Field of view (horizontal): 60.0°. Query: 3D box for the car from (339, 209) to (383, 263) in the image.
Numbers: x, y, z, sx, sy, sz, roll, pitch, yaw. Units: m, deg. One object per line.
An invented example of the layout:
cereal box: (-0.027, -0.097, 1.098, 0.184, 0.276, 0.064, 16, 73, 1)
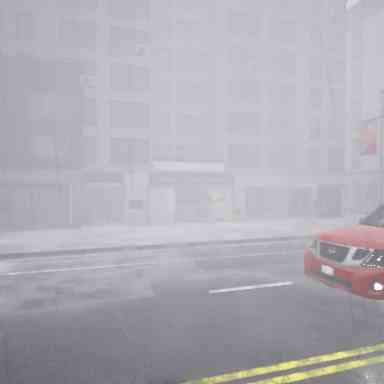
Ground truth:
car: (7.566, 1.341, 11.304, 4.674, 1.442, 1.812, -1, 1, -17)

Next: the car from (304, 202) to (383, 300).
car: (5.196, 1.096, 7.128, 5.566, 2.045, 2.150, -1, 1, -18)
